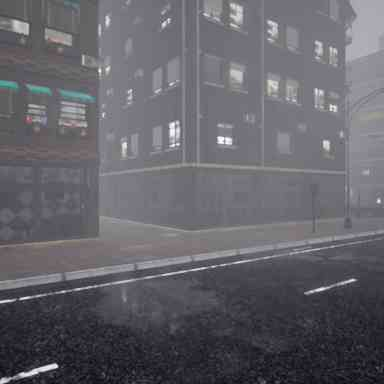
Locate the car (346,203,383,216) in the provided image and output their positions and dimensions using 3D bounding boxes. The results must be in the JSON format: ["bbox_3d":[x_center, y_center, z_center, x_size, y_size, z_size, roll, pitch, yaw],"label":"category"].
[{"bbox_3d":[17.741,1.844,35.603,1.895,1.301,4.718,0,-1,-39],"label":"car"}]

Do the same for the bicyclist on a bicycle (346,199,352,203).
[{"bbox_3d":[21.417,1.589,45.344,1.656,1.620,0.582,-1,0,-36],"label":"bicyclist on a bicycle"}]
